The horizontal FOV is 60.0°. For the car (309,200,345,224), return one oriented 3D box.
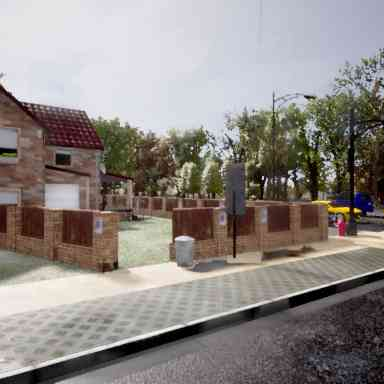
[{"bbox_3d":[7.818,1.468,23.343,1.812,1.442,4.674,0,0,-35],"label":"car"}]

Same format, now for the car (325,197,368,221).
[{"bbox_3d":[10.309,1.423,25.451,1.882,1.535,5.008,0,0,-35],"label":"car"}]

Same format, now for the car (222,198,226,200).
[{"bbox_3d":[4.269,1.396,33.935,2.128,1.511,4.902,0,0,-35],"label":"car"}]

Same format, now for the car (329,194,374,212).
[{"bbox_3d":[14.162,1.164,31.591,2.150,2.045,5.566,0,0,-35],"label":"car"}]
